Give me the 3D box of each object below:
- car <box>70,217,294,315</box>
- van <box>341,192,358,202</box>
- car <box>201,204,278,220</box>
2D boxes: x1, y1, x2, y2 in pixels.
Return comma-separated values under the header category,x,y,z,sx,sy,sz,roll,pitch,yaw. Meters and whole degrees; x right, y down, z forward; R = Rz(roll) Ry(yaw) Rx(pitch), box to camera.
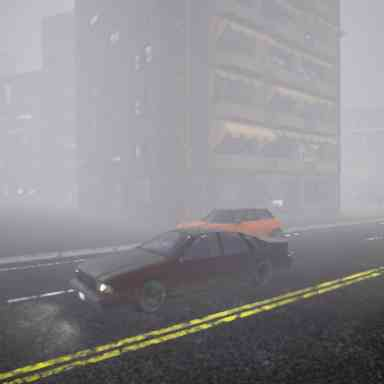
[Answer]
category,x,y,z,sx,sy,sz,roll,pitch,yaw
car,0.096,1.552,7.783,5.357,1.411,2.033,0,0,-36
van,28.319,0.909,61.008,3.998,1.788,1.690,1,0,21
car,1.412,1.358,12.781,4.553,1.767,2.097,0,0,-36
